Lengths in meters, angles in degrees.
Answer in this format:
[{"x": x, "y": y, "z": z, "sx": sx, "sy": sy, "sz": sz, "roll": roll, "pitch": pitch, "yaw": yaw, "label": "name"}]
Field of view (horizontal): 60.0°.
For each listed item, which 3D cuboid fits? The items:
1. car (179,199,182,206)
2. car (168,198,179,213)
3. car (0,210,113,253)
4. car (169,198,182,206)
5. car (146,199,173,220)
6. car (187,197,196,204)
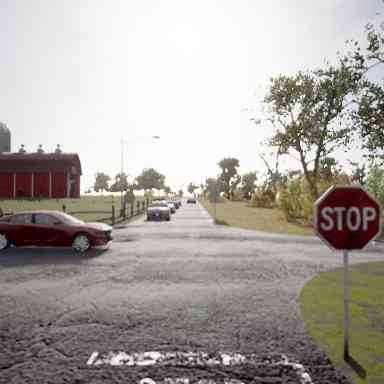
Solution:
[{"x": -2.907, "y": 1.642, "z": 48.798, "sx": 1.882, "sy": 1.535, "sz": 5.008, "roll": 0, "pitch": 0, "yaw": 0, "label": "car"}, {"x": -2.903, "y": 1.673, "z": 38.895, "sx": 2.033, "sy": 1.411, "sz": 5.357, "roll": 0, "pitch": 0, "yaw": 0, "label": "car"}, {"x": -5.736, "y": 1.486, "z": 13.381, "sx": 5.008, "sy": 1.535, "sz": 1.882, "roll": 1, "pitch": 0, "yaw": 0, "label": "car"}, {"x": -2.851, "y": 1.769, "z": 58.850, "sx": 1.994, "sy": 1.385, "sz": 4.181, "roll": 0, "pitch": 0, "yaw": 1, "label": "car"}, {"x": -2.853, "y": 1.595, "z": 29.109, "sx": 1.837, "sy": 1.490, "sz": 4.892, "roll": 0, "pitch": 0, "yaw": -1, "label": "car"}, {"x": -0.114, "y": 1.810, "z": 71.160, "sx": 1.994, "sy": 1.385, "sz": 4.181, "roll": 0, "pitch": 0, "yaw": 0, "label": "car"}]
